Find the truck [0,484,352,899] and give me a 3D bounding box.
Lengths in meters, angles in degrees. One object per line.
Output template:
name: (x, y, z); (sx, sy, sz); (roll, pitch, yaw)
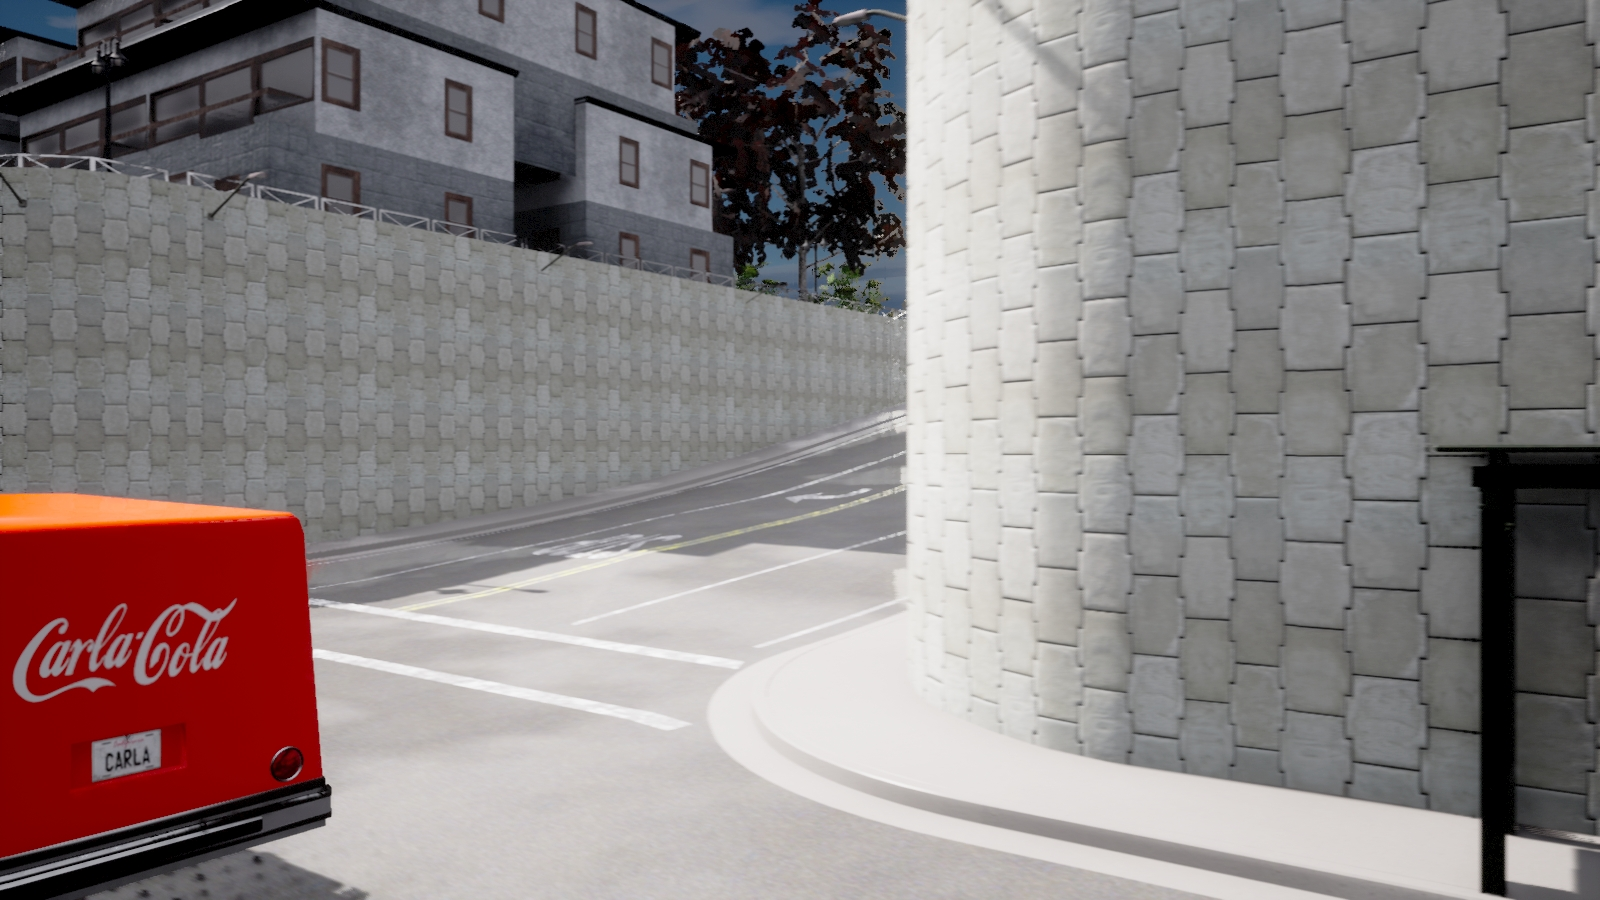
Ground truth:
truck: (-5.758, 1.559, 7.785); (5.204, 2.467, 2.627); (0, 0, 36)
